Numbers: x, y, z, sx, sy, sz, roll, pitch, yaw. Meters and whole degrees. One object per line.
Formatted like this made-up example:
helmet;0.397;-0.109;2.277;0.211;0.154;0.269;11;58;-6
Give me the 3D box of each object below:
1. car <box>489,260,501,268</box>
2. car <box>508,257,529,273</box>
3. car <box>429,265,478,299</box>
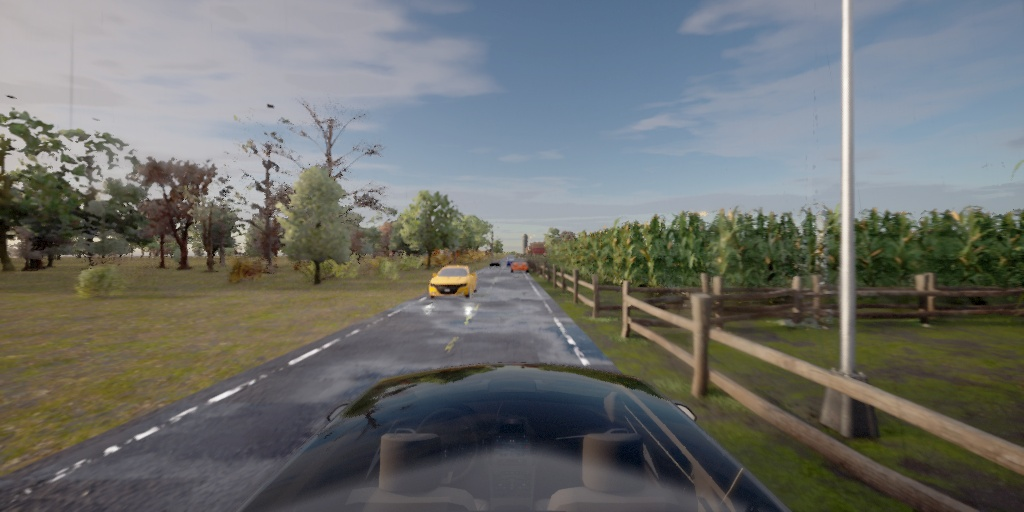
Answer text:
car;-2.772;1.299;59.169;1.895;1.301;4.718;0;0;1
car;0.917;1.078;43.131;2.097;1.767;4.553;0;0;1
car;-2.841;1.227;18.210;1.882;1.535;5.008;0;0;0
